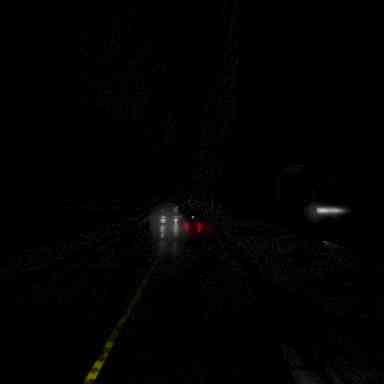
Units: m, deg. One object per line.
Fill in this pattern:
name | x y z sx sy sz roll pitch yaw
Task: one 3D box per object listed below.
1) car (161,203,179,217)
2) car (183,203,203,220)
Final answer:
car | -2.579 2.066 39.063 1.812 1.442 4.674 0 -1 0
car | 0.096 2.047 32.636 1.895 1.301 4.718 0 -1 0
